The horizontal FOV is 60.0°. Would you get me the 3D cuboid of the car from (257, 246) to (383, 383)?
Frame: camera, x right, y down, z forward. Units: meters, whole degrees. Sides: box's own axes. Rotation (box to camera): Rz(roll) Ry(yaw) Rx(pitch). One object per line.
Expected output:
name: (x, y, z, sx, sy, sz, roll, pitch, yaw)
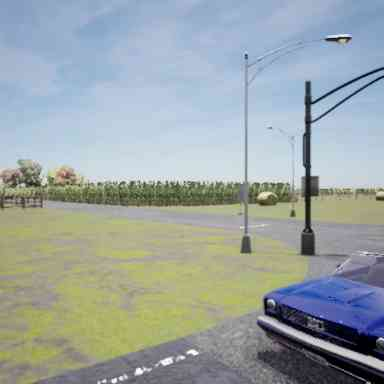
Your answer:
car: (3.228, 1.597, 5.101, 4.718, 1.301, 1.895, 0, 0, -35)
